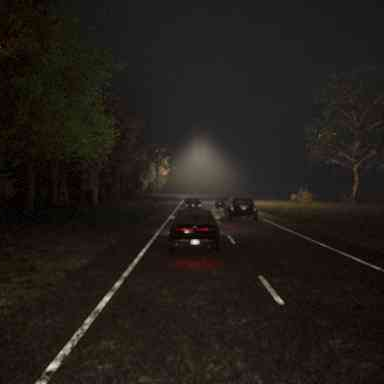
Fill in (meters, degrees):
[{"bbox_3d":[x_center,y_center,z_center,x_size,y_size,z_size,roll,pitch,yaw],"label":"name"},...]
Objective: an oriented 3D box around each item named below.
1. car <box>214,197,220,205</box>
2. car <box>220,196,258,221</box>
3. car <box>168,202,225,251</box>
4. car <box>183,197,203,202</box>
[{"bbox_3d":[3.535,1.198,37.129,2.033,1.411,5.357,0,1,1],"label":"car"},{"bbox_3d":[3.512,1.120,24.673,2.097,1.767,4.553,0,1,0],"label":"car"},{"bbox_3d":[0.102,1.381,13.507,1.837,1.490,4.892,0,1,0],"label":"car"},{"bbox_3d":[0.104,1.237,33.085,2.033,1.411,5.357,0,1,0],"label":"car"}]
